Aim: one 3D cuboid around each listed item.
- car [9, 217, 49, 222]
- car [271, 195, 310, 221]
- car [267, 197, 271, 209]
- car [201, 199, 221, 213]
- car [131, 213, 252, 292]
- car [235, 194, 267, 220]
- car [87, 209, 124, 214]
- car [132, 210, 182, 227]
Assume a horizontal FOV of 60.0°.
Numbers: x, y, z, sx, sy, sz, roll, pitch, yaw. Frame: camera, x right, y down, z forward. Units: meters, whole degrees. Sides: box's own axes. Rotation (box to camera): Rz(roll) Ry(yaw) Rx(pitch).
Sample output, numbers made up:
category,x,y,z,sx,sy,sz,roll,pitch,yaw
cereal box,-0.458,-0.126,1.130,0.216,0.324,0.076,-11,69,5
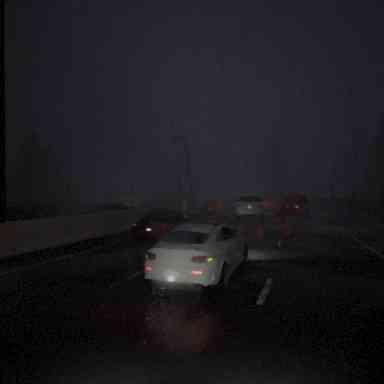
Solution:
category,x,y,z,sx,sy,sz,roll,pitch,yaw
car,-11.157,1.563,20.274,1.994,1.385,4.181,0,0,14
car,8.287,1.222,27.827,2.150,2.045,5.566,0,0,7
car,9.241,1.351,41.377,2.097,1.767,4.553,0,0,3
car,2.012,1.477,35.011,1.882,1.535,5.008,0,0,5
car,0.299,1.525,9.005,1.812,1.442,4.674,0,0,18
car,4.844,1.221,28.332,2.150,2.045,5.566,0,0,8
car,-6.351,1.547,25.440,2.033,1.411,5.357,0,0,11
car,-1.275,1.564,15.966,1.994,1.385,4.181,0,0,16
